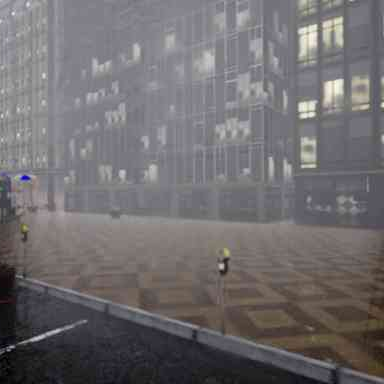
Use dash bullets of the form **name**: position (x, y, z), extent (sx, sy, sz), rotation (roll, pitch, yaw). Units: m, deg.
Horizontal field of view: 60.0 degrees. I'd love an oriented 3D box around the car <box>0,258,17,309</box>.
- **car**: position (-5.147, 1.561, 6.546), extent (4.313, 1.339, 1.947), rotation (0, 0, 35)
